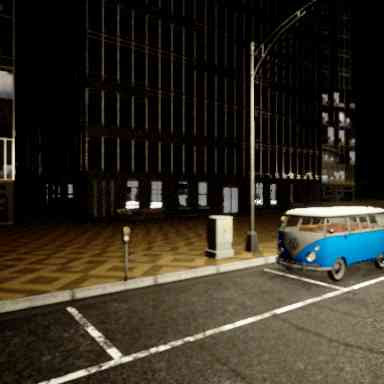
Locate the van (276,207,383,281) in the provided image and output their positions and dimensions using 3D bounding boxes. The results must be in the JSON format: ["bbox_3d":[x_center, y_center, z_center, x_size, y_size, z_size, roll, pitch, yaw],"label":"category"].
[{"bbox_3d":[4.163,1.334,9.528,3.998,1.788,1.690,0,0,-36],"label":"van"}]
